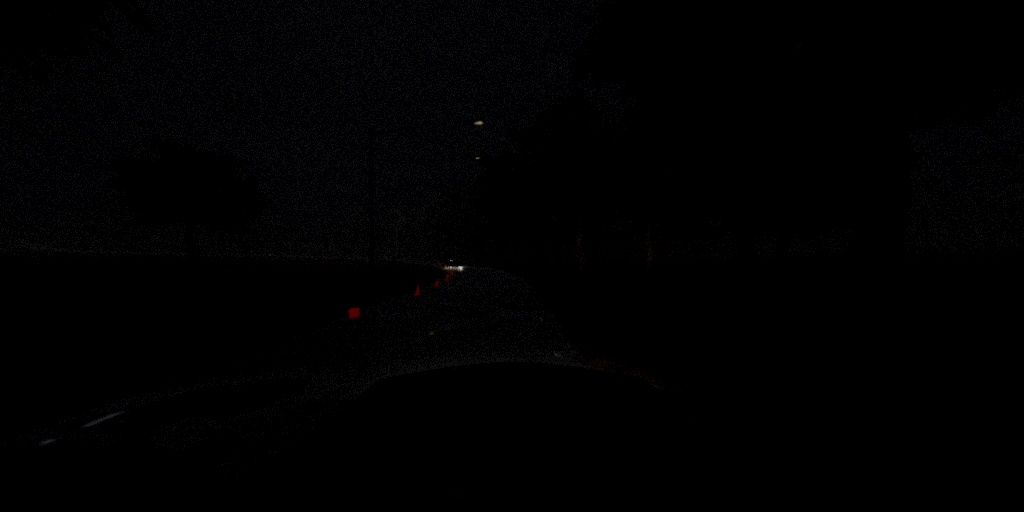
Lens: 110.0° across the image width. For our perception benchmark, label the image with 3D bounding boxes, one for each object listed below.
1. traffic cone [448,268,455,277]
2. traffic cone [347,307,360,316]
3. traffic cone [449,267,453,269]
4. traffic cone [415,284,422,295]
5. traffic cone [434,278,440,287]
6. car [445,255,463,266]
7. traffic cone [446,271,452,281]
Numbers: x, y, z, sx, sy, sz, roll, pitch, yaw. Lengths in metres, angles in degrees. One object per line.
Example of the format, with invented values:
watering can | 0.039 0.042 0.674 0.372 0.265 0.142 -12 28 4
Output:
traffic cone | -5.528 1.639 33.096 0.340 0.580 0.340 0 0 -7
traffic cone | -5.115 1.555 11.654 0.340 0.580 0.340 0 0 2
traffic cone | -6.206 1.597 37.918 0.340 0.580 0.340 0 0 -9
traffic cone | -4.830 1.715 18.418 0.340 0.580 0.340 0 0 7
traffic cone | -4.888 1.697 23.381 0.340 0.580 0.340 0 0 -1
car | -9.348 0.721 57.276 2.097 1.767 4.553 -1 1 -21
traffic cone | -5.088 1.673 28.246 0.340 0.580 0.340 0 0 -4
